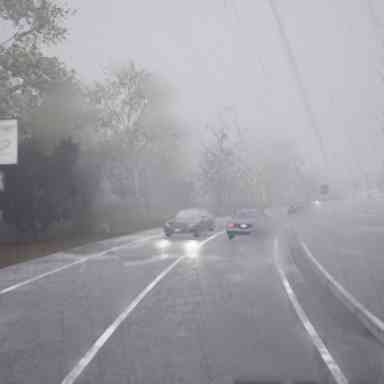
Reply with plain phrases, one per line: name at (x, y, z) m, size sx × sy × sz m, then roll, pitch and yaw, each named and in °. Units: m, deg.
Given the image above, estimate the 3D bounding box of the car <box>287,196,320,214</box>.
car at (11.392, 1.473, 34.529) m, size 2.033 × 1.411 × 5.357 m, roll -3°, pitch 0°, yaw 32°

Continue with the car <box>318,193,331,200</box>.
car at (23.380, 0.836, 59.053) m, size 1.895 × 1.301 × 4.718 m, roll -3°, pitch 0°, yaw 33°

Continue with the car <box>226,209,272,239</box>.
car at (3.117, 1.588, 17.501) m, size 2.033 × 1.411 × 5.357 m, roll -1°, pitch 0°, yaw 18°

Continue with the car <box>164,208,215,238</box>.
car at (0.004, 1.640, 18.766) m, size 1.812 × 1.442 × 4.674 m, roll -1°, pitch -1°, yaw 19°
